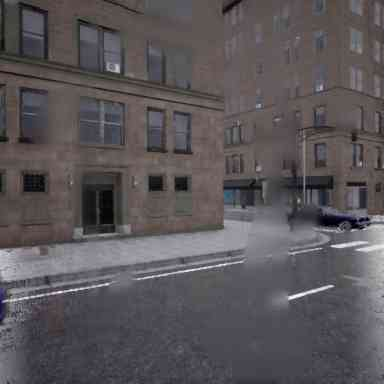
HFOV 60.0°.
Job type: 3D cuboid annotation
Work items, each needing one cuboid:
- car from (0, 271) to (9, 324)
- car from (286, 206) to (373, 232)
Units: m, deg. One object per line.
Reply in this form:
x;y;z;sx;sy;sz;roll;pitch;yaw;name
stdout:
-4.938;1.526;4.113;4.674;1.442;1.812;0;0;-35;car
8.198;1.568;20.145;1.895;1.301;4.718;-1;1;-39;car
